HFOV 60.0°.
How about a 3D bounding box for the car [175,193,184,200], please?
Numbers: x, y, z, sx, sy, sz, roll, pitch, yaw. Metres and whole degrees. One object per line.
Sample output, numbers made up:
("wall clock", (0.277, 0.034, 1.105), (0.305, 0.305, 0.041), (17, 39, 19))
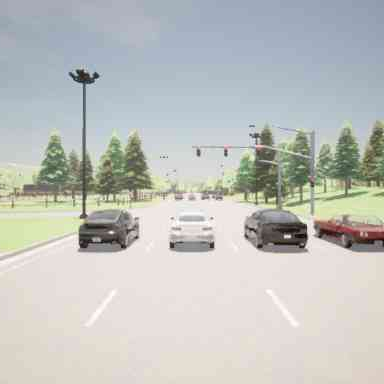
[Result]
("car", (-3.500, 1.453, 86.855), (1.994, 1.385, 4.181), (0, 0, 0))

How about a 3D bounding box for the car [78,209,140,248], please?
("car", (-3.500, 1.515, 14.650), (1.837, 1.490, 4.892), (0, 0, 0))

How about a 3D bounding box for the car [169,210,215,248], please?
("car", (0.000, 1.532, 14.650), (1.812, 1.442, 4.674), (0, 0, 0))

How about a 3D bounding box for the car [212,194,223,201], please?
("car", (7.000, 1.427, 86.888), (2.128, 1.511, 4.902), (0, 0, 0))

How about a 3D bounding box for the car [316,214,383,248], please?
("car", (7.000, 1.615, 14.680), (1.895, 1.301, 4.718), (0, 0, 0))

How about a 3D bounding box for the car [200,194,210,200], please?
("car", (3.500, 1.239, 86.442), (2.097, 1.767, 4.553), (0, 0, 0))

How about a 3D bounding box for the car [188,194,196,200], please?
("car", (0.000, 1.257, 86.858), (2.097, 1.767, 4.553), (0, 0, 0))

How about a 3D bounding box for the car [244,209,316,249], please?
("car", (3.500, 1.484, 14.650), (1.882, 1.535, 5.008), (0, 0, 0))
